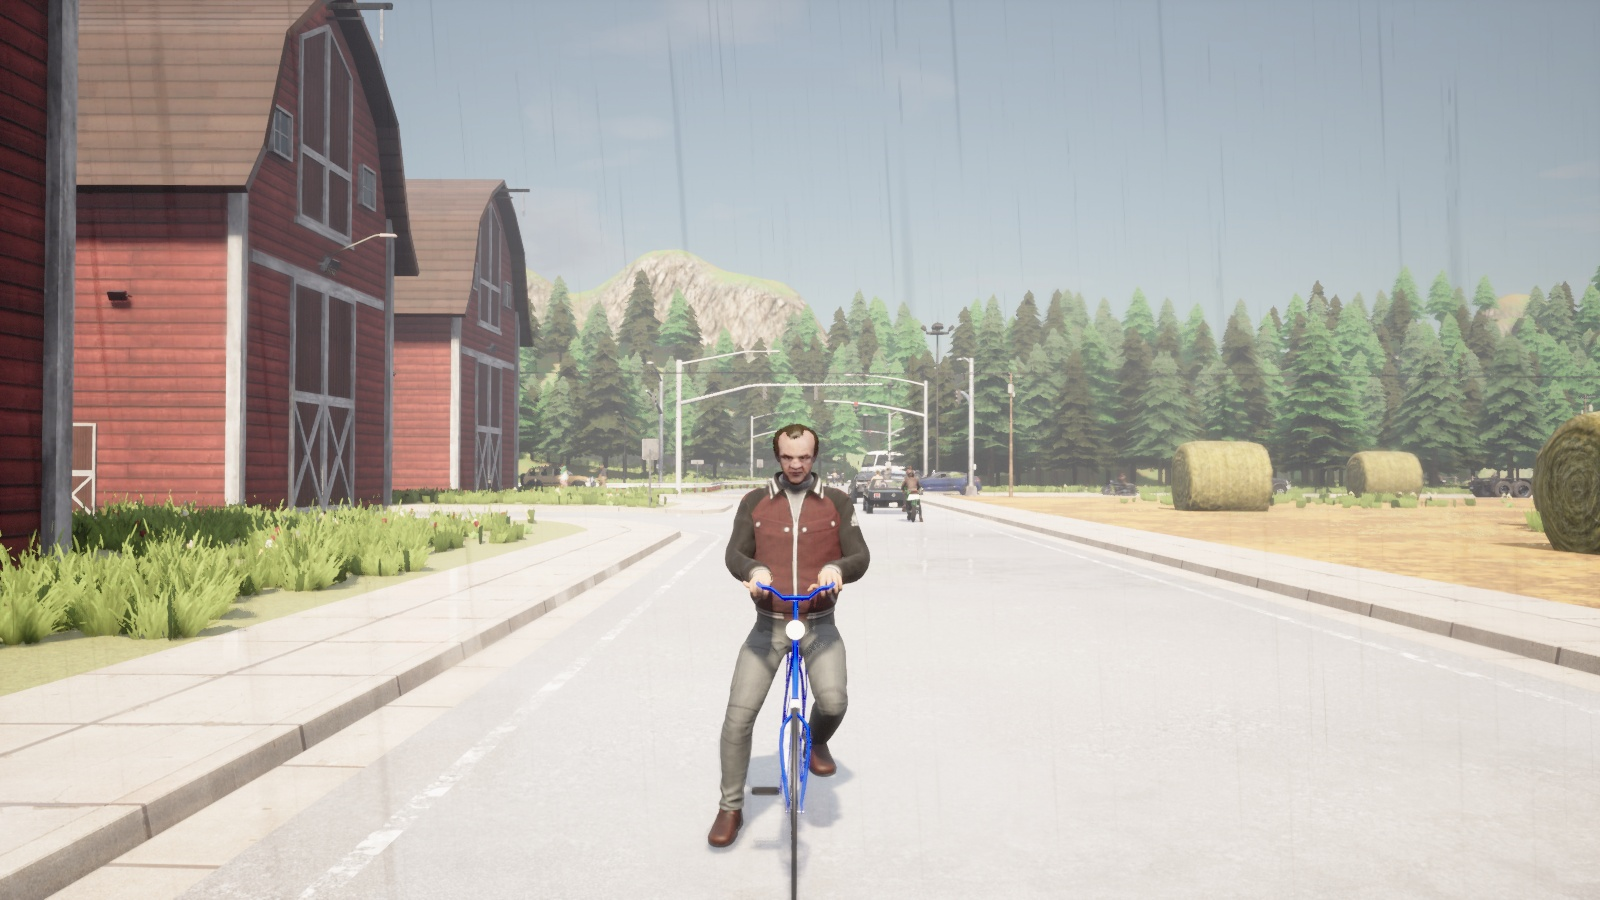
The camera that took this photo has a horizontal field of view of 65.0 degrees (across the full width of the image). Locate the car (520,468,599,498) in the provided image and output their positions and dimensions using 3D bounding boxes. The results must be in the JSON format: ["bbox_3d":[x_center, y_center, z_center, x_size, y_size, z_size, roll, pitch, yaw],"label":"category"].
[{"bbox_3d":[-15.095,2.041,78.929,4.605,1.855,1.932,0,-1,1],"label":"car"}]

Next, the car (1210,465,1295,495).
[{"bbox_3d":[28.141,1.856,78.252,4.605,1.855,1.932,0,-1,1],"label":"car"}]

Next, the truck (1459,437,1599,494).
[{"bbox_3d":[45.701,0.983,77.990,7.936,3.462,2.891,0,-1,1],"label":"truck"}]

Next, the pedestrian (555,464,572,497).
[{"bbox_3d":[-14.077,1.806,74.828,0.873,1.952,0.659,0,-1,3],"label":"pedestrian"}]

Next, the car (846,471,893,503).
[{"bbox_3d":[3.355,1.770,61.217,2.007,1.525,4.514,0,-1,0],"label":"car"}]

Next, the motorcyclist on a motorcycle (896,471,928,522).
[{"bbox_3d":[3.412,1.405,38.440,0.797,1.523,2.044,0,-1,0],"label":"motorcyclist on a motorcycle"}]

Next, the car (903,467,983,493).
[{"bbox_3d":[9.294,1.954,82.035,5.027,1.651,2.152,0,-1,0],"label":"car"}]

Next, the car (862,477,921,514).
[{"bbox_3d":[3.386,1.696,47.437,1.895,1.301,4.718,0,-1,0],"label":"car"}]

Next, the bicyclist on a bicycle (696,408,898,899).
[{"bbox_3d":[-0.013,0.770,5.071,0.659,1.776,1.843,0,-1,0],"label":"bicyclist on a bicycle"}]

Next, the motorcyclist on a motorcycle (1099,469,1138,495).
[{"bbox_3d":[20.753,2.080,81.865,2.350,1.649,0.766,0,-1,1],"label":"motorcyclist on a motorcycle"}]
